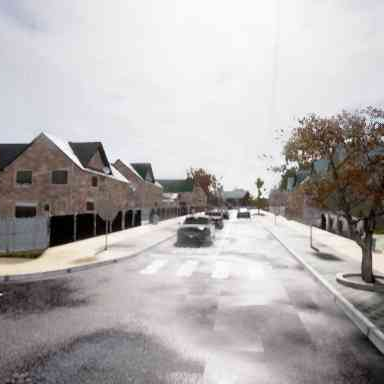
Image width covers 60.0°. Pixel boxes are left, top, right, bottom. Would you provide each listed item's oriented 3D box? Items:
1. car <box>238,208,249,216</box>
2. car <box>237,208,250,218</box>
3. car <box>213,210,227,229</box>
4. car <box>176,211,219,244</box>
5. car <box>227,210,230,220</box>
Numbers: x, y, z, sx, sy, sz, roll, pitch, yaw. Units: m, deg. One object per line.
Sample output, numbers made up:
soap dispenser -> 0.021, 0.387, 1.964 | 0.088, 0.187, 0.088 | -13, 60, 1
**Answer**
car -> 9.501, 3.637, 61.812 | 1.994, 1.385, 4.181 | 0, -2, 8
car -> 7.817, 3.234, 50.354 | 1.994, 1.385, 4.181 | 0, -2, 9
car -> 1.912, 2.452, 30.402 | 1.882, 1.535, 5.008 | 0, -1, 8
car -> 0.326, 2.137, 19.611 | 1.837, 1.490, 4.892 | 0, -2, 8
car -> 4.113, 3.068, 45.229 | 1.895, 1.301, 4.718 | 0, -2, 9
